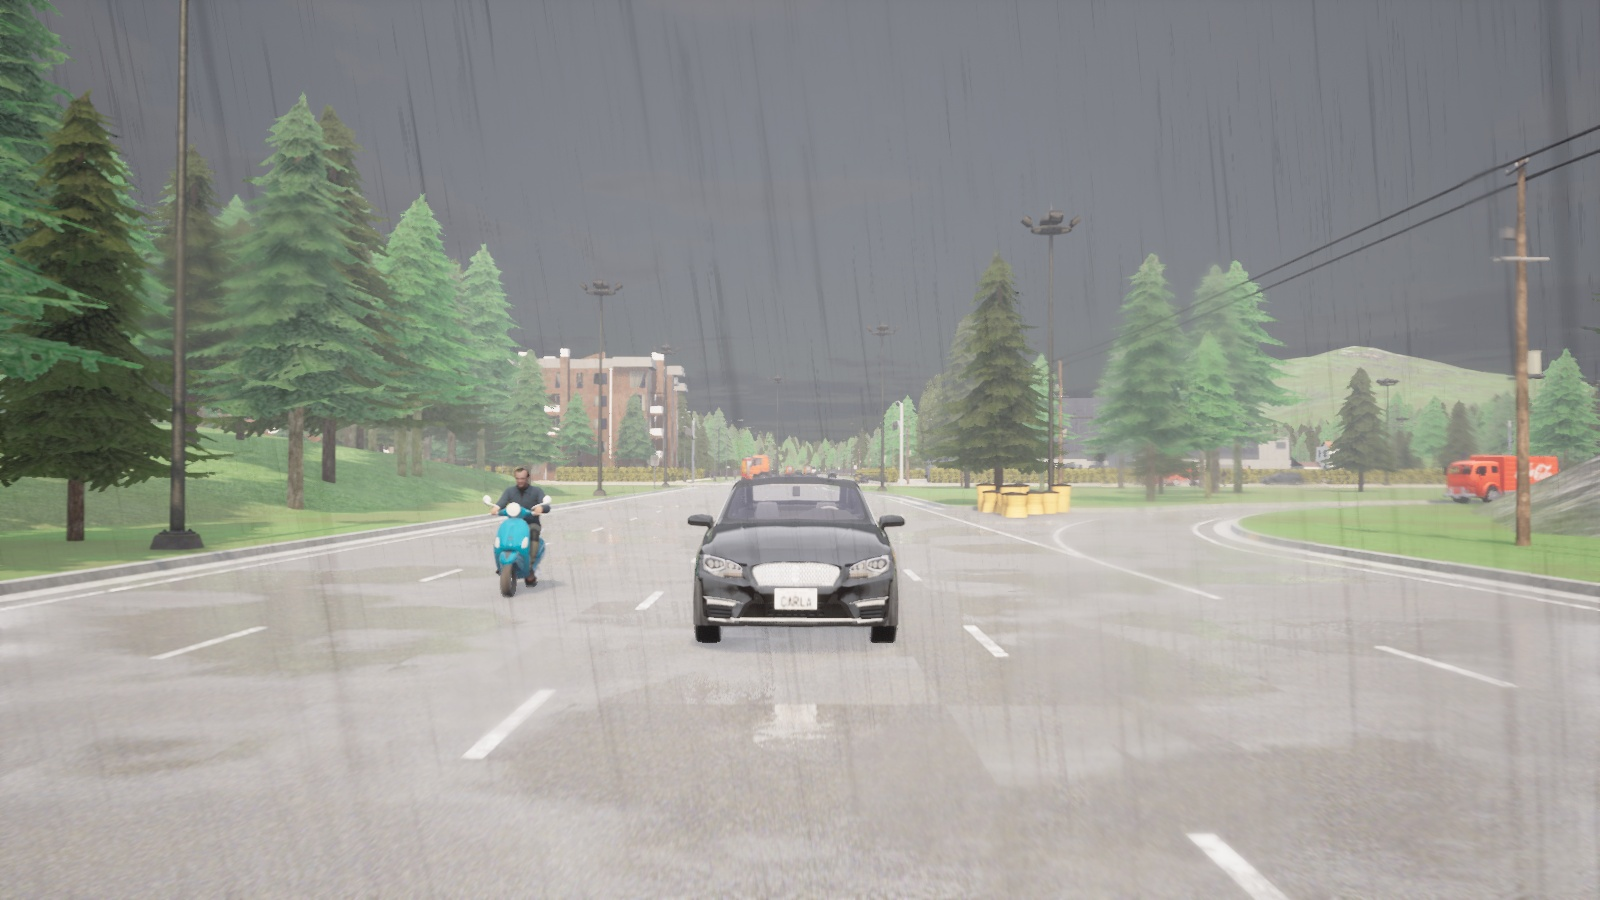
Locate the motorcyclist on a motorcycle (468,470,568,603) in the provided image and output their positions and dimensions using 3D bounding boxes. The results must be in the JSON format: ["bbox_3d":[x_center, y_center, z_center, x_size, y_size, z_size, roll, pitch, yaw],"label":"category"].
[{"bbox_3d":[-3.539,1.048,15.904,0.866,1.590,1.817,0,-1,0],"label":"motorcyclist on a motorcycle"}]

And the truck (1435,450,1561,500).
[{"bbox_3d":[34.937,1.241,62.884,5.204,2.467,2.627,0,-1,-17],"label":"truck"}]

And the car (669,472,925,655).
[{"bbox_3d":[-0.032,0.987,12.892,2.128,1.511,4.902,0,-1,0],"label":"car"}]
